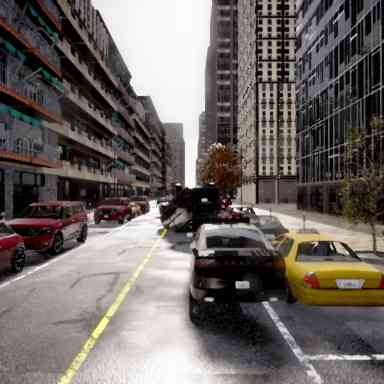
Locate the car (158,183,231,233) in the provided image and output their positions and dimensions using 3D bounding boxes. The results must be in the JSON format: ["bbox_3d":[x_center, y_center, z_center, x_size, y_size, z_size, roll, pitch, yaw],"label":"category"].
[{"bbox_3d":[-0.192,1.207,18.368,2.150,2.045,5.566,-2,-19,-19],"label":"car"}]

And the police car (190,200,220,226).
[{"bbox_3d":[0.845,1.441,24.426,1.930,1.638,5.238,0,0,0],"label":"police car"}]

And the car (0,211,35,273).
[{"bbox_3d":[-5.702,1.443,7.772,1.967,1.590,4.097,0,0,0],"label":"car"}]

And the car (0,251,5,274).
[{"bbox_3d":[-3.106,1.478,1.311,1.882,1.535,5.008,0,0,0],"label":"car"}]

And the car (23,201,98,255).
[{"bbox_3d":[-5.714,1.322,13.436,2.192,1.841,5.009,0,0,0],"label":"car"}]

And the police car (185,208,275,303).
[{"bbox_3d":[0.881,1.428,8.426,1.930,1.638,5.238,0,0,0],"label":"police car"}]

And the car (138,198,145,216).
[{"bbox_3d":[-5.753,1.548,30.256,1.752,1.417,4.829,0,0,0],"label":"car"}]

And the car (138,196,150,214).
[{"bbox_3d":[-5.766,1.347,36.090,2.192,1.841,5.009,0,0,0],"label":"car"}]

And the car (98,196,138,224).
[{"bbox_3d":[-5.739,1.331,24.762,2.192,1.841,5.009,0,0,0],"label":"car"}]

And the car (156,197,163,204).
[{"bbox_3d":[-3.194,1.646,42.589,1.895,1.301,4.718,0,0,0],"label":"car"}]

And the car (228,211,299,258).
[{"bbox_3d":[2.664,1.572,13.455,1.947,1.339,4.313,0,0,0],"label":"car"}]

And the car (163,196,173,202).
[{"bbox_3d":[-5.869,1.737,81.394,1.947,1.339,4.313,0,0,0],"label":"car"}]

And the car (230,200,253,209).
[{"bbox_3d":[2.652,1.451,19.118,1.967,1.590,4.097,0,0,0],"label":"car"}]

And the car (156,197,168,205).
[{"bbox_3d":[-5.831,1.676,64.405,1.947,1.339,4.313,0,0,0],"label":"car"}]

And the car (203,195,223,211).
[{"bbox_3d":[2.601,1.359,41.771,2.192,1.841,5.009,0,0,0],"label":"car"}]

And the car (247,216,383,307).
[{"bbox_3d":[2.677,1.528,7.961,1.752,1.417,4.829,0,0,0],"label":"car"}]

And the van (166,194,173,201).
[{"bbox_3d":[-5.882,1.537,87.060,1.690,1.788,3.998,0,0,0],"label":"van"}]
